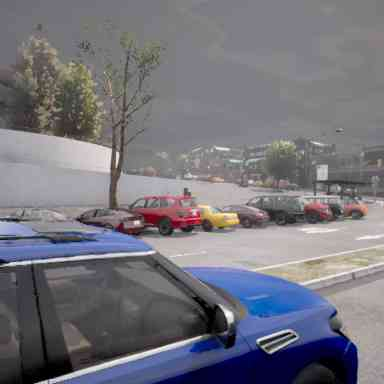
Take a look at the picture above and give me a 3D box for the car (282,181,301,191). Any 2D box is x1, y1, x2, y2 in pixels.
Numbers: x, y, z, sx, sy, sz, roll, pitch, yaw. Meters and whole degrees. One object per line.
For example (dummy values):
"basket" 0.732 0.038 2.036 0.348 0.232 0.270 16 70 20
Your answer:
"car" 20.681 -0.991 67.466 2.231 1.521 4.892 7 3 35

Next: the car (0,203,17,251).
"car" -9.411 1.367 13.536 4.553 1.767 2.185 -1 -1 34

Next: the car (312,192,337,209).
"car" 7.777 1.268 25.684 5.566 2.045 2.435 -1 -1 35

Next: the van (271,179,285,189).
"van" 18.919 -1.489 69.826 1.878 1.987 4.442 7 4 35

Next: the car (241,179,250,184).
"car" 13.778 -2.042 77.345 2.002 1.452 4.674 7 4 35

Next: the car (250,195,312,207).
"car" 5.265 1.264 23.977 5.566 2.045 2.435 -1 -1 35

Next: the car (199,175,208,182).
"car" 5.070 -3.697 89.570 2.435 2.045 5.566 7 3 34

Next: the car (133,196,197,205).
"car" -2.084 1.249 18.759 5.566 2.045 2.435 -1 -1 34

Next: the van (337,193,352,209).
"van" 10.315 1.298 27.356 4.442 1.987 1.878 -1 -1 35

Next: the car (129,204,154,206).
"car" -4.528 1.525 17.012 4.792 1.488 2.163 -1 -1 34

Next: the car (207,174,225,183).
"car" 6.923 -3.174 87.312 1.946 1.575 5.366 7 3 34

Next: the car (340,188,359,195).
"car" 27.590 0.138 57.613 2.002 1.452 4.674 7 3 35

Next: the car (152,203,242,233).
"car" 0.234 1.504 20.588 5.366 1.575 1.946 -1 -1 35

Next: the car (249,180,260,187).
"car" 15.612 -1.810 75.026 1.946 1.575 5.366 7 3 35

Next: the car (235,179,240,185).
"car" 12.034 -2.315 79.806 2.002 1.452 4.674 7 3 35

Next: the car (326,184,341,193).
"car" 25.897 -0.424 60.084 2.435 2.045 5.566 7 3 35

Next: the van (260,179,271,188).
"van" 17.188 -1.762 72.296 1.878 1.987 4.442 7 4 35

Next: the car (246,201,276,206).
"car" 2.839 1.550 22.218 4.674 1.452 2.002 -1 -1 35

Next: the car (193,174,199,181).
"car" 3.274 -3.849 92.035 2.185 1.767 4.553 6 3 34

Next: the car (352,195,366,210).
"car" 12.722 1.405 29.108 4.553 1.767 2.185 -1 -1 35

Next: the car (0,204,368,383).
"car" -1.125 1.221 2.329 5.566 2.045 2.150 0 0 -36

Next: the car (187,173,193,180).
"car" 1.542 -4.083 94.503 2.185 1.767 4.553 4 1 33
